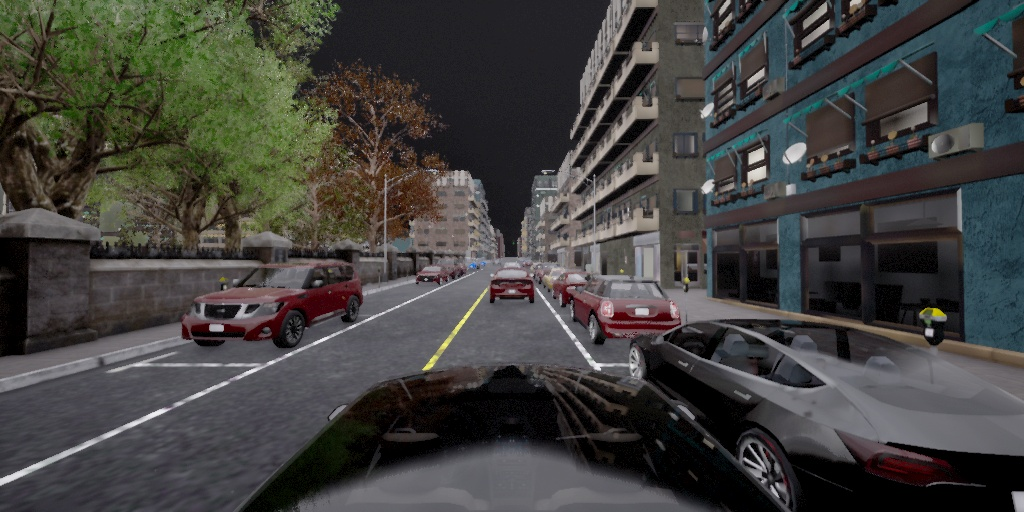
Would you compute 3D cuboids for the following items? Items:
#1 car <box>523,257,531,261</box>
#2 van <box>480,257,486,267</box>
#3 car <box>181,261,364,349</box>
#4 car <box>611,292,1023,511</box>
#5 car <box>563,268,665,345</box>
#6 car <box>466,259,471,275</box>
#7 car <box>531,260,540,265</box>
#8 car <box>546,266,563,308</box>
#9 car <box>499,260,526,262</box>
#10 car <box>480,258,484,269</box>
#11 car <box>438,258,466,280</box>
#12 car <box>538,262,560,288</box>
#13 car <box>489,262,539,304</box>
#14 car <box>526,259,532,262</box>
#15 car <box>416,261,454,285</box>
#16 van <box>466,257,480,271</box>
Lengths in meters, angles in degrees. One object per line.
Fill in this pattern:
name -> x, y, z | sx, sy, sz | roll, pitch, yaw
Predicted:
car -> 2.661, 1.211, 59.119 | 1.967, 1.591, 4.097 | 0, 0, 0
van -> -5.656, 1.114, 64.644 | 1.690, 1.789, 3.998 | 0, 0, 0
car -> -5.689, 1.065, 9.409 | 2.192, 1.841, 5.009 | 0, 0, 0
car -> 2.692, 1.315, 3.886 | 1.948, 1.339, 4.313 | 0, 0, 0
car -> 2.692, 1.191, 9.408 | 1.967, 1.591, 4.097 | 0, 0, 0
car -> -5.689, 1.306, 37.026 | 1.888, 1.381, 4.507 | 0, 0, 0
car -> 2.692, 1.197, 25.979 | 1.967, 1.591, 4.097 | 0, 0, 0
car -> 2.692, 1.298, 14.931 | 1.888, 1.381, 4.507 | 0, 0, 0
car -> 0.000, 1.293, 31.505 | 1.812, 1.442, 4.674 | 0, 0, 0
car -> -5.672, 1.334, 53.596 | 1.948, 1.339, 4.313 | 0, 0, 0
car -> -5.689, 1.074, 31.502 | 2.192, 1.841, 5.009 | 0, 0, 0
car -> 2.692, 1.280, 20.625 | 1.751, 1.417, 4.829 | 0, 0, 0
car -> 0.000, 1.239, 16.502 | 1.882, 1.535, 5.008 | 0, 0, 0
car -> 2.692, 1.287, 37.195 | 1.751, 1.417, 4.829 | 0, 0, 0
car -> -5.689, 1.302, 25.979 | 1.888, 1.381, 4.507 | 0, 0, 0
van -> -5.698, 1.107, 48.073 | 1.690, 1.789, 3.998 | 0, 0, 0
